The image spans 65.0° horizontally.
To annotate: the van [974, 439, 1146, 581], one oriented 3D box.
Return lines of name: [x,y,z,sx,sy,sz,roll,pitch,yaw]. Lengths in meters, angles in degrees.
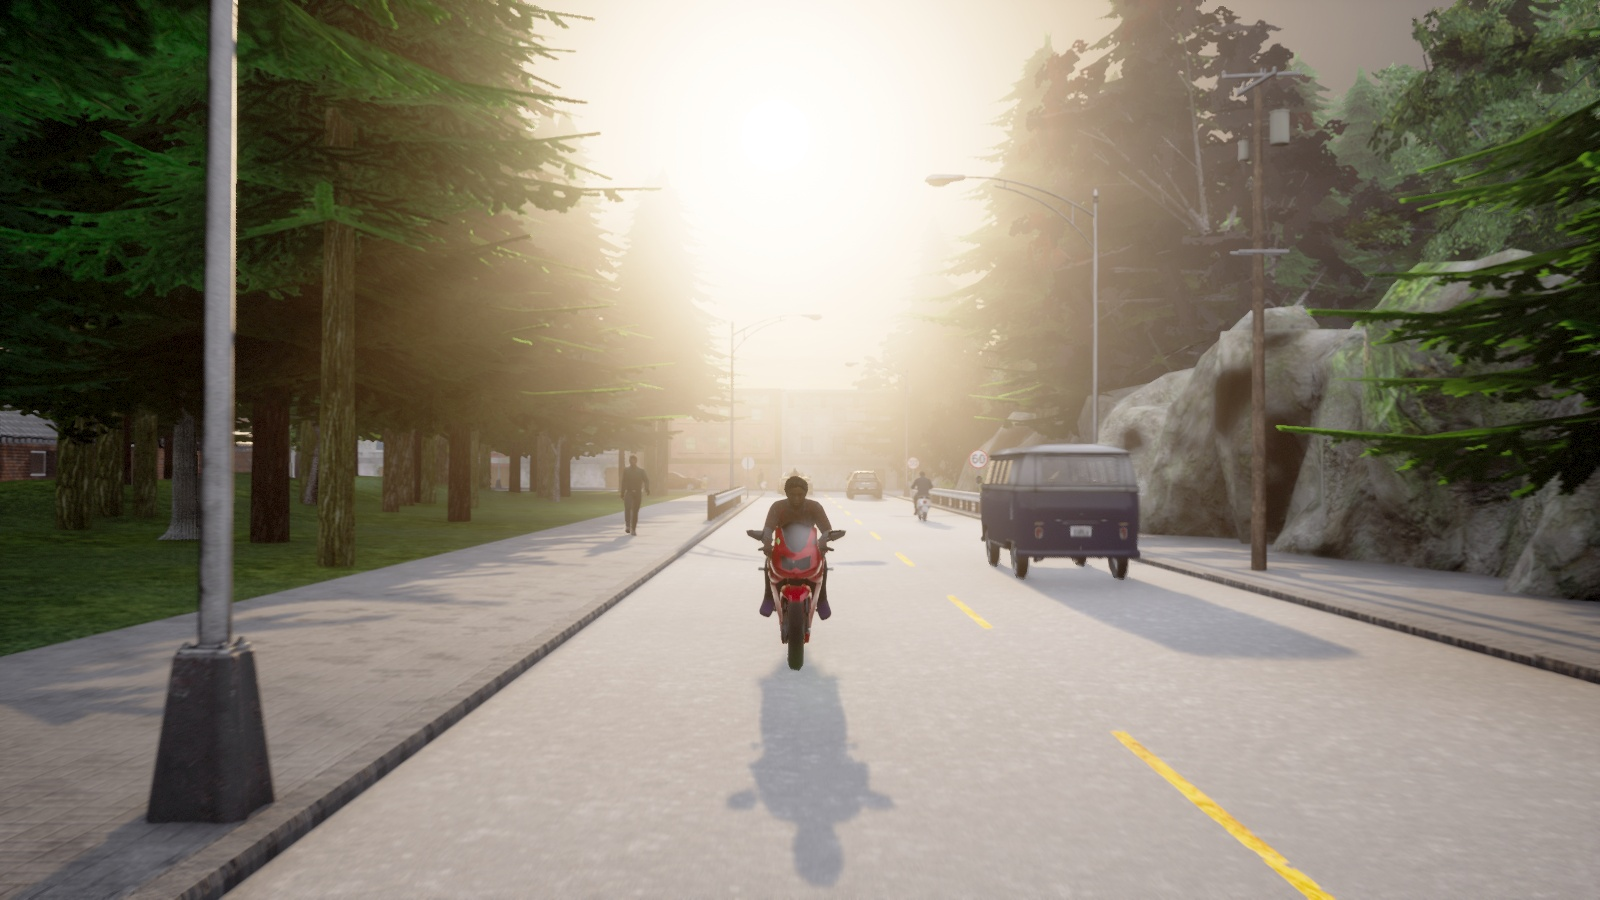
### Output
van: [3.952,0.883,19.844,1.775,1.987,4.442,0,-1,0]

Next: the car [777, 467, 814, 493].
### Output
car: [-0.315,1.993,83.545,2.152,1.651,5.027,0,-1,-4]

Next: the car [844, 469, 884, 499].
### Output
car: [3.695,1.949,72.812,2.033,1.649,4.856,0,-1,0]

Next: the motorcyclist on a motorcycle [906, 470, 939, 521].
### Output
motorcyclist on a motorcycle: [3.902,1.423,40.077,0.866,1.590,1.817,0,-1,0]

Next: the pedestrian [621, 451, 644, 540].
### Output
pedestrian: [-3.715,1.007,27.919,0.423,1.949,0.788,0,-1,-1]

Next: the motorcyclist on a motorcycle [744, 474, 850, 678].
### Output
motorcyclist on a motorcycle: [-0.025,0.973,10.517,0.797,1.523,2.044,0,-1,0]

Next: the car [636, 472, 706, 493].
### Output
car: [-9.670,2.409,94.280,5.008,1.535,1.882,0,-1,0]
